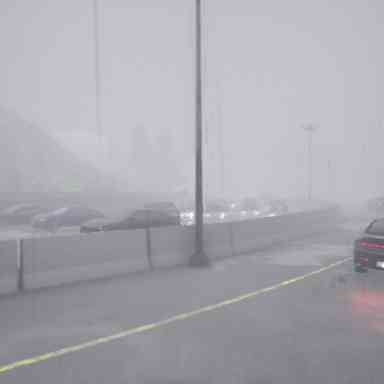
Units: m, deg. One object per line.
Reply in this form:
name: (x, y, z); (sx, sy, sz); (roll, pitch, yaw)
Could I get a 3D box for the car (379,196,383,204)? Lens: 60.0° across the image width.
car: (34.979, 1.434, 58.897); (1.994, 1.385, 4.181); (0, 0, 8)

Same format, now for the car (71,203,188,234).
car: (-2.764, 1.500, 15.709); (5.008, 1.535, 1.882); (0, 0, -45)

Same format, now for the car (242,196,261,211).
car: (7.213, 1.494, 40.793); (1.837, 1.490, 4.892); (0, 0, 12)

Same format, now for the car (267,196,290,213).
car: (9.654, 1.466, 36.299); (2.128, 1.511, 4.902); (0, 0, 16)

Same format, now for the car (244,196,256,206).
car: (9.839, 1.506, 56.805); (1.812, 1.442, 4.674); (0, 0, 9)

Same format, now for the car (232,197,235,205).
car: (6.698, 1.522, 59.368); (1.812, 1.442, 4.674); (0, 0, 9)

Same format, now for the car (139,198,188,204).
car: (-2.716, 1.379, 20.933); (2.097, 1.767, 4.553); (-1, 0, 40)

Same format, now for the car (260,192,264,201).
car: (15.323, 0.917, 69.597); (2.150, 2.045, 5.566); (0, 0, 8)

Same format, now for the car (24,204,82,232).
car: (-7.568, 1.575, 20.772); (1.812, 1.442, 4.674); (0, 0, 45)

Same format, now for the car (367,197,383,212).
car: (20.612, 1.274, 36.130); (2.097, 1.767, 4.553); (0, 0, 15)

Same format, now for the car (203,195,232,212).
car: (3.056, 1.485, 38.580); (1.882, 1.535, 5.008); (0, 0, 15)

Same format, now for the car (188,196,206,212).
car: (-0.105, 1.515, 40.258); (2.128, 1.511, 4.902); (0, 0, 14)

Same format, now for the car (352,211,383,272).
car: (6.296, 1.483, 9.766); (1.837, 1.490, 4.892); (1, 1, 44)

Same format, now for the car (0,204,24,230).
car: (-11.162, 1.573, 22.145); (4.892, 1.490, 1.837); (0, 1, -43)

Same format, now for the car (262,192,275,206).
car: (13.002, 1.318, 54.289); (2.097, 1.767, 4.553); (0, 0, 9)
